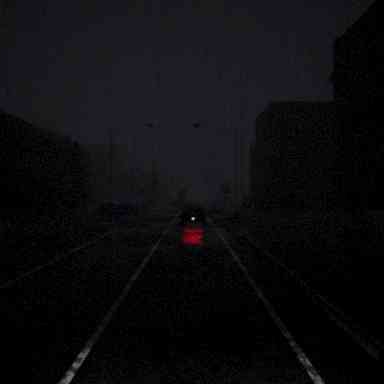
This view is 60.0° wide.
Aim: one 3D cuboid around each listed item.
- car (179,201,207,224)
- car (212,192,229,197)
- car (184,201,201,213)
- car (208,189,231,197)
[{"bbox_3d":[0.089,1.642,25.783,1.837,1.490,4.892,0,0,0],"label":"car"},{"bbox_3d":[8.143,0.754,94.535,4.674,1.452,2.002,0,2,-1],"label":"car"},{"bbox_3d":[0.100,1.791,40.968,1.994,1.385,4.181,0,-2,0],"label":"car"},{"bbox_3d":[7.987,0.810,91.776,5.366,1.575,1.946,0,2,-1],"label":"car"}]
